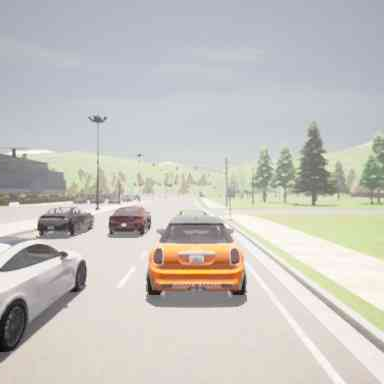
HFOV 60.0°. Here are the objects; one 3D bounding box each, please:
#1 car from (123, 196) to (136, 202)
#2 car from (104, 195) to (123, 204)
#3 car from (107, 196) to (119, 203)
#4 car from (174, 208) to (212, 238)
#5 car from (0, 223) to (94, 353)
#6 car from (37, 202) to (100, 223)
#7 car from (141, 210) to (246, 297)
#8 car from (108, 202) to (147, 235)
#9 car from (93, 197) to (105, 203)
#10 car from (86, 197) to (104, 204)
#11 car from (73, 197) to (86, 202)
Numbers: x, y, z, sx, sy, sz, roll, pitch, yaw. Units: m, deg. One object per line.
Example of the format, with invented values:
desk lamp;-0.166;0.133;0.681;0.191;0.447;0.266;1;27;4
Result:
car;-16.332;1.878;83.758;2.128;1.511;4.902;0;0;0
car;-16.324;1.888;69.514;1.895;1.301;4.718;0;0;0
car;-19.832;1.830;83.609;1.882;1.535;5.008;0;0;0
car;0.011;1.683;19.279;1.895;1.301;4.718;0;0;-1
car;-3.422;1.552;6.048;1.812;1.442;4.674;0;-1;0
car;-7.019;1.572;18.924;2.128;1.511;4.902;0;0;-1
car;0.094;1.389;8.865;2.097;1.767;4.553;0;0;0
car;-3.527;1.560;19.566;1.882;1.535;5.008;0;0;-1
car;-23.332;1.905;83.632;1.994;1.385;4.181;0;0;0
car;-19.824;1.845;69.237;1.994;1.385;4.181;0;0;0
car;-23.324;1.817;69.479;1.812;1.442;4.674;0;0;0
